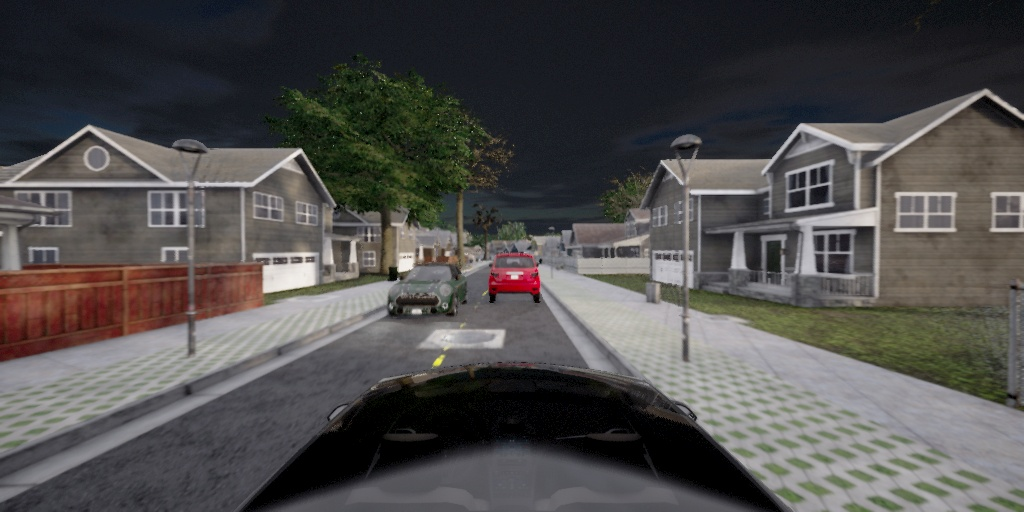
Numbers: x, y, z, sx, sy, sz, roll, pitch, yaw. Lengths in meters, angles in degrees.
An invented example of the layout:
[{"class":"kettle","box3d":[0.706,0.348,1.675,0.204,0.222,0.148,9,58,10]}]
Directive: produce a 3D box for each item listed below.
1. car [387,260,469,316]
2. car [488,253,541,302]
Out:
[{"class":"car","box3d":[-2.830,1.046,12.917,2.097,1.767,4.553,0,0,0]},{"class":"car","box3d":[0.102,0.896,16.638,2.150,2.045,5.566,0,0,0]}]
